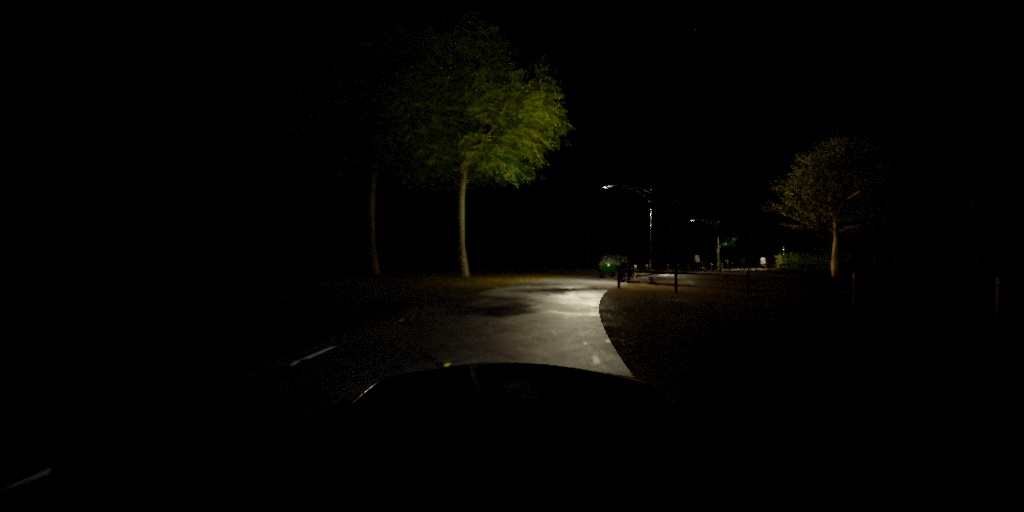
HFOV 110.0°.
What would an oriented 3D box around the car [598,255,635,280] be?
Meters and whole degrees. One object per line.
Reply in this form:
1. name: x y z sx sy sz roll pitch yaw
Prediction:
1. car: 9.781 0.930 33.383 2.150 2.045 5.566 0 0 32
